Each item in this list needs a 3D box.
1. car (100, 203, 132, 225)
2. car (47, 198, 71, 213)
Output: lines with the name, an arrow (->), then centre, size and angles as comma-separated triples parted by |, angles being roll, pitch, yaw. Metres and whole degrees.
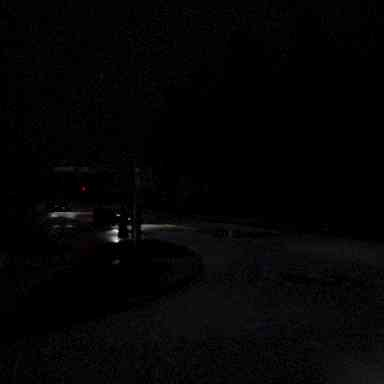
car -> -5.574, 1.524, 24.270 | 1.812, 1.442, 4.674 | 0, 0, -35
car -> -15.284, 1.504, 38.068 | 1.837, 1.490, 4.892 | 0, 0, -35
